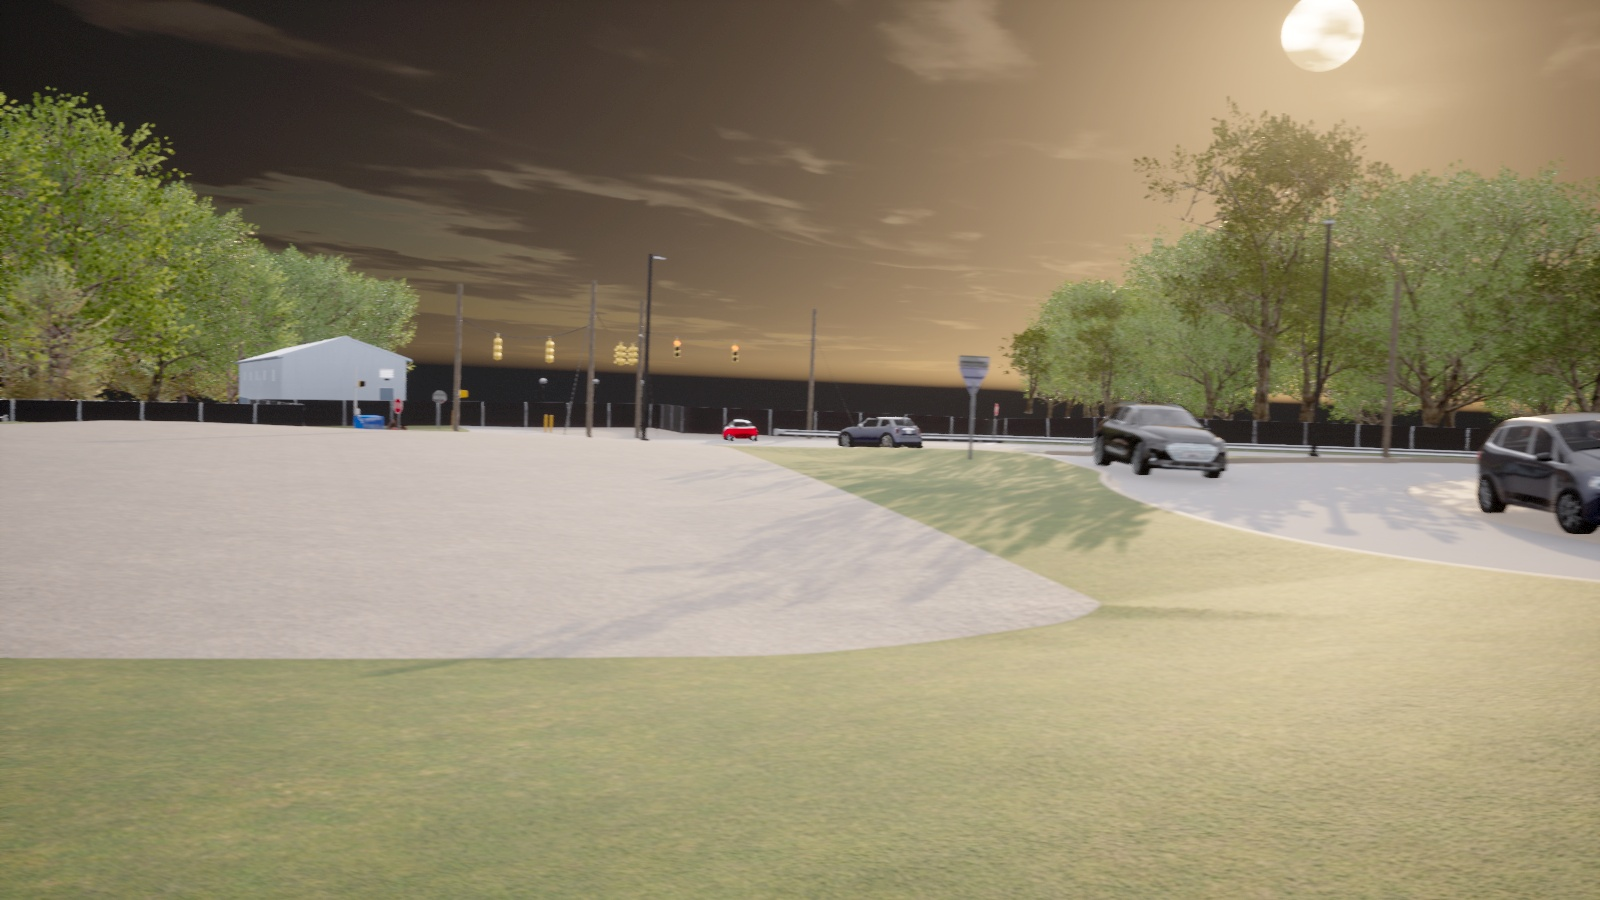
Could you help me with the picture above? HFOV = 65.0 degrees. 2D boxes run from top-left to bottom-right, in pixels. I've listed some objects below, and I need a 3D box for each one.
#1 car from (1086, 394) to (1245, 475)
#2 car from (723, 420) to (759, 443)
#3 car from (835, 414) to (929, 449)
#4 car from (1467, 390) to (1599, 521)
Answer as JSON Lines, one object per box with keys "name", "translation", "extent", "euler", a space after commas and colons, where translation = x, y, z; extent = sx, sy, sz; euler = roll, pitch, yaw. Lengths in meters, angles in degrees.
{"name": "car", "translation": [8.483, -0.442, 29.654], "extent": [2.033, 1.649, 4.856], "euler": [2, 3, -3]}
{"name": "car", "translation": [-3.727, -1.167, 79.560], "extent": [2.207, 1.376, 1.481], "euler": [-1, 3, -6]}
{"name": "car", "translation": [3.553, -0.801, 55.033], "extent": [1.970, 1.475, 3.806], "euler": [-1, 1, -41]}
{"name": "car", "translation": [12.739, -0.016, 19.849], "extent": [2.242, 1.667, 4.611], "euler": [-5, 2, 7]}
